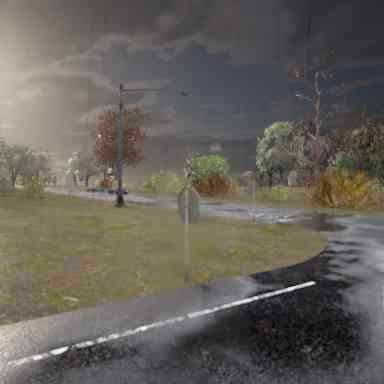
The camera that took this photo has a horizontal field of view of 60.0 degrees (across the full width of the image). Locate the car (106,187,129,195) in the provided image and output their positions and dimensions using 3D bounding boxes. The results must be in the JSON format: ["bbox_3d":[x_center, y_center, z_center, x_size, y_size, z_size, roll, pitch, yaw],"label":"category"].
[{"bbox_3d":[-11.715,-0.181,51.884,1.895,1.301,4.718,0,2,-36],"label":"car"}]

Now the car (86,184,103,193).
[{"bbox_3d":[-17.540,-0.611,59.975,2.128,1.511,4.902,0,2,-36],"label":"car"}]
